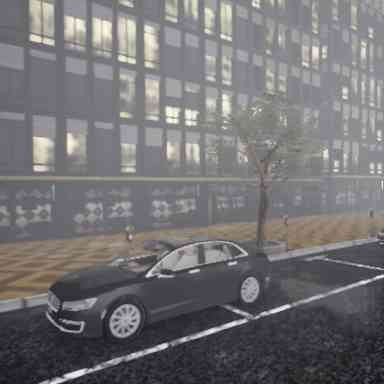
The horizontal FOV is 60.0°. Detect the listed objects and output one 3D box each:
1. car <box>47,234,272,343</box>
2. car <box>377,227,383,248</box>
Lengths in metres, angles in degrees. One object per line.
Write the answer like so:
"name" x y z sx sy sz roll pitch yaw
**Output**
"car" -0.368 1.528 6.308 4.403 1.369 2.008 0 0 -36
"car" 8.885 1.450 12.911 4.403 1.369 2.008 0 0 -36
